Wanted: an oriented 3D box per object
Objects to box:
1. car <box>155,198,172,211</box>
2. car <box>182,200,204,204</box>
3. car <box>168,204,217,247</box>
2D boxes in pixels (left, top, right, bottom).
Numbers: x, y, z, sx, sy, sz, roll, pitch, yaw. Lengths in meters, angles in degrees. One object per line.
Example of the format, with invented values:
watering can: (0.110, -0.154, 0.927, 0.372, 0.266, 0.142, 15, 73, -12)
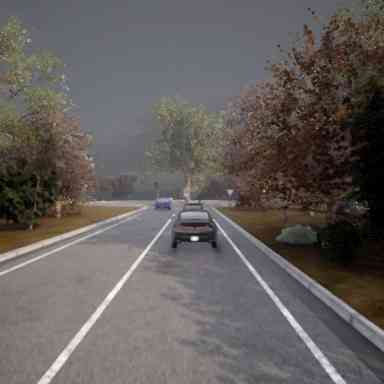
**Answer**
car: (-3.522, 1.487, 41.522, 1.882, 1.535, 5.008, 0, 0, 0)
car: (0.099, 1.499, 32.223, 2.128, 1.511, 4.902, 0, 0, 0)
car: (0.099, 1.508, 15.004, 1.837, 1.490, 4.892, 0, 0, 0)
